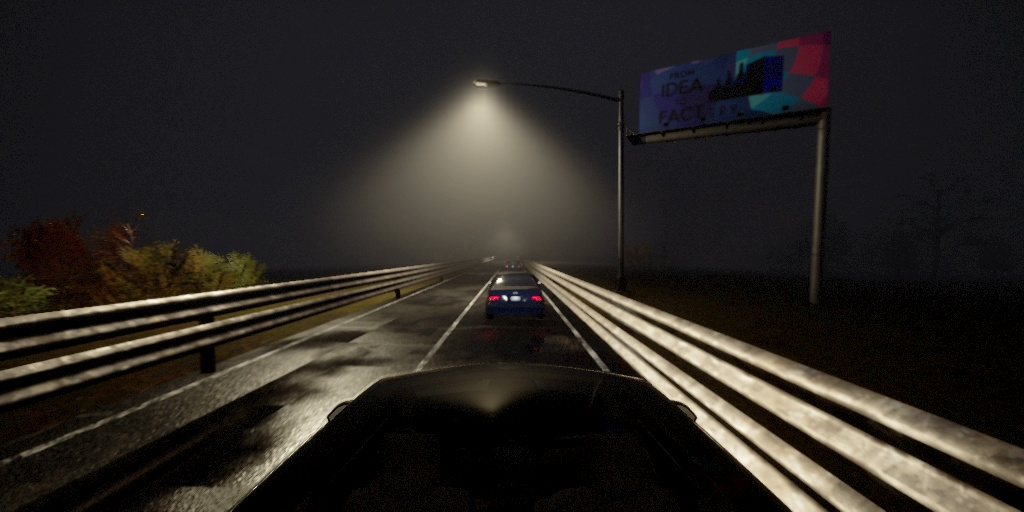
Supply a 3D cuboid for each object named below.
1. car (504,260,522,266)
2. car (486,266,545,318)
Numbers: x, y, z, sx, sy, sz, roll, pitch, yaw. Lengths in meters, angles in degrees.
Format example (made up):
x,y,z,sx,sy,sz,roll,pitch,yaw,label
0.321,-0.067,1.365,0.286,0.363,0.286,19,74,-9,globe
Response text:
x,y,z,sx,sy,sz,roll,pitch,yaw,label
0.082,1.086,38.190,2.033,1.411,5.357,0,0,0,car
0.093,1.234,12.660,2.033,1.411,5.357,0,0,0,car
